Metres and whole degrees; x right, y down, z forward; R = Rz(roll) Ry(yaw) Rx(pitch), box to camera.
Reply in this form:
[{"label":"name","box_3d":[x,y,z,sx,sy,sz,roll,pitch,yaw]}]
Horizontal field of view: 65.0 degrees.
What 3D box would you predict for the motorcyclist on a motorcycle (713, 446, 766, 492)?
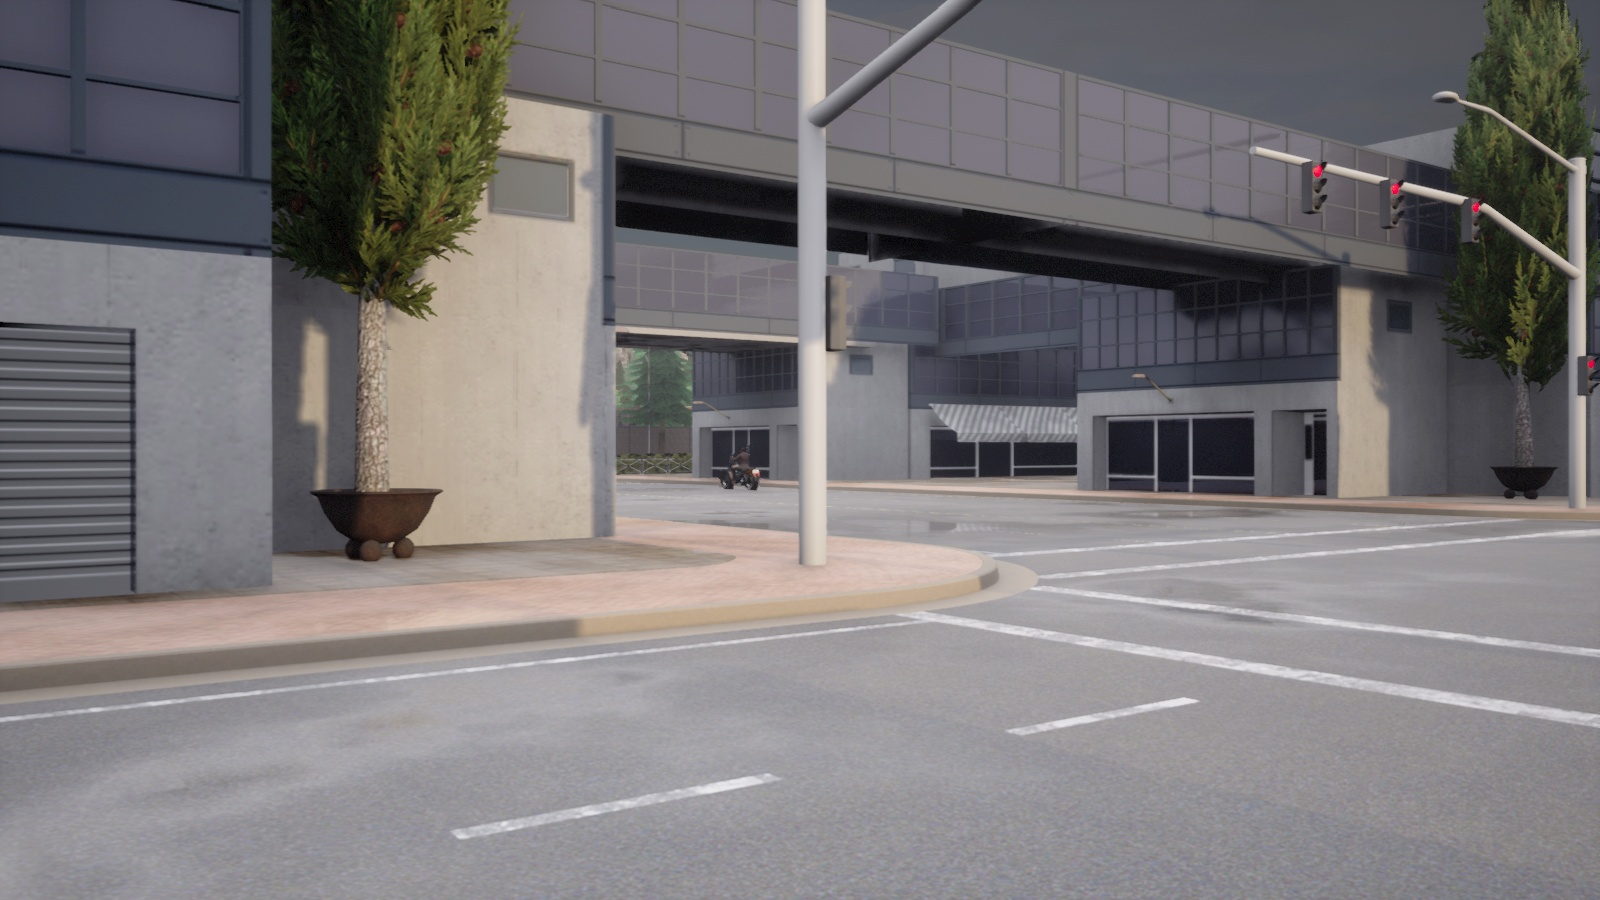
[{"label":"motorcyclist on a motorcycle","box_3d":[-2.232,0.694,45.927,0.766,1.649,2.350,0,0,-36]}]
